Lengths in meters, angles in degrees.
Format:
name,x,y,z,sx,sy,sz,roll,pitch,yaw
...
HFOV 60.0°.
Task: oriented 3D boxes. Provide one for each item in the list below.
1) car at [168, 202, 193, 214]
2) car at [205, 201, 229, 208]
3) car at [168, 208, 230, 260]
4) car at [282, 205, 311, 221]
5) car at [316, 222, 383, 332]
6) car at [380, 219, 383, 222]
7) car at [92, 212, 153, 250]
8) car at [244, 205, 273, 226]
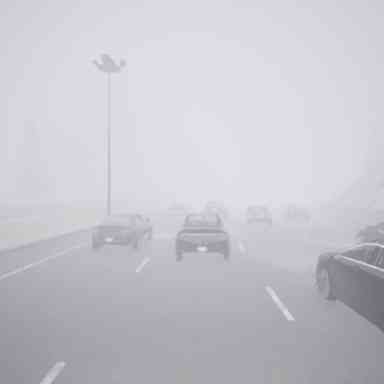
name,x,y,z,sx,sy,sz,roll,pitch,yaw
car,-1.012,1.702,32.495,1.882,1.535,5.008,0,0,8
car,2.252,1.563,30.610,2.097,1.767,4.553,0,0,8
car,0.442,1.581,12.829,2.128,1.511,4.902,0,0,3
car,9.126,1.804,29.473,1.895,1.301,4.718,0,0,8
car,3.674,1.531,5.588,2.128,1.511,4.902,0,0,1
car,7.374,1.584,11.305,1.837,1.490,4.892,0,0,3
car,-2.957,1.628,14.740,1.812,1.442,4.674,0,0,3
car,5.031,1.723,25.398,2.033,1.411,5.357,0,0,7
